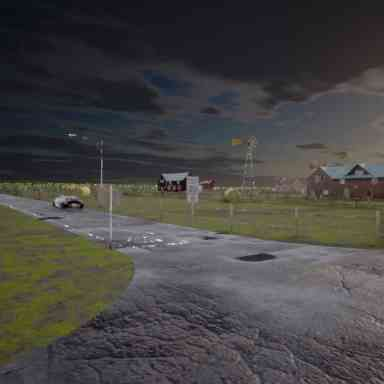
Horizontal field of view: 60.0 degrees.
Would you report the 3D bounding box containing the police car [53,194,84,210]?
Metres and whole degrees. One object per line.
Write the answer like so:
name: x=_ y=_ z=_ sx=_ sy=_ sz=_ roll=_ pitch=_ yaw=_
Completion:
police car: x=-12.596 y=0.994 z=33.560 sx=2.038 sy=1.542 sz=4.974 roll=1 pitch=0 yaw=-36
